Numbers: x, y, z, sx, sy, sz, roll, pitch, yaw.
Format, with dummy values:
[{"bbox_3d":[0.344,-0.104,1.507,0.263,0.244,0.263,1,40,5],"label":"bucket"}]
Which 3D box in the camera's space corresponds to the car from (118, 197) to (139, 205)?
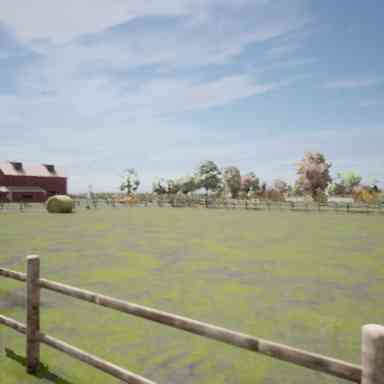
[{"bbox_3d":[-13.240,1.808,69.321,1.882,1.535,5.008,-1,-1,35],"label":"car"}]
